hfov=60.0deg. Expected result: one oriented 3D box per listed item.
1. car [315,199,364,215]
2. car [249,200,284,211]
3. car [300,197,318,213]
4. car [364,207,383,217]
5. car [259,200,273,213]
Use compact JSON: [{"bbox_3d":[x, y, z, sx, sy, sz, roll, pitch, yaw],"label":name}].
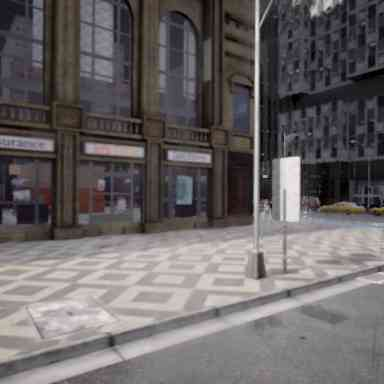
[{"bbox_3d":[16.504,1.716,36.658,1.752,1.417,4.829,0,0,-35],"label":"car"},{"bbox_3d":[10.154,1.766,45.681,1.887,1.381,4.507,0,0,-35],"label":"car"},{"bbox_3d":[13.379,1.521,41.101,2.192,1.841,5.009,0,0,-35],"label":"car"},{"bbox_3d":[19.729,1.701,32.078,1.752,1.417,4.829,0,0,-35],"label":"car"},{"bbox_3d":[6.998,1.697,39.967,1.812,1.442,4.674,0,0,-35],"label":"car"}]
